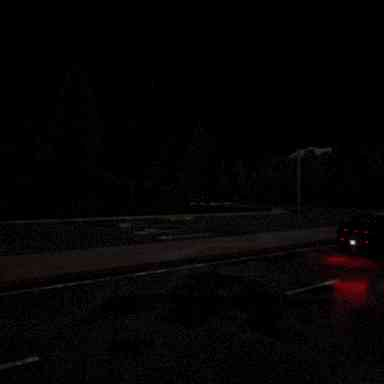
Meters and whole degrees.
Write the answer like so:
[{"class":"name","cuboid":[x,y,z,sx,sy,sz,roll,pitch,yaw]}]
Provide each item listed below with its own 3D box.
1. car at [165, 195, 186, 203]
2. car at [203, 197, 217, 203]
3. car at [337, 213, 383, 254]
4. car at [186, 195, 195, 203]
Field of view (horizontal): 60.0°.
[{"class":"car","cuboid":[-4.352,1.921,77.430,2.033,1.411,5.357,1,0,-35]},{"class":"car","cuboid":[4.249,2.004,83.453,1.812,1.442,4.674,1,0,-35]},{"class":"car","cuboid":[7.997,1.643,13.860,4.892,1.490,1.837,0,0,-35]},{"class":"car","cuboid":[-1.465,1.639,79.415,2.150,2.045,5.566,1,0,-35]}]
